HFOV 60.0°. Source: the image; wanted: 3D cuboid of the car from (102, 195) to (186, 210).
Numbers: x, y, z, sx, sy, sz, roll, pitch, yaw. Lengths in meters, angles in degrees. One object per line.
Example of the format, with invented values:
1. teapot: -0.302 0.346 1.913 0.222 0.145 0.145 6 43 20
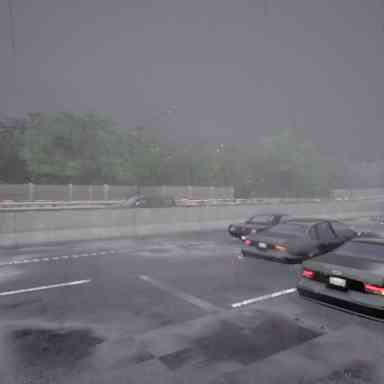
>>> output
1. car: -3.497 1.249 22.983 5.566 2.045 2.150 0 0 -35

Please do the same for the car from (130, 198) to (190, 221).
1. car: -2.622 1.386 27.889 4.553 1.767 2.097 0 0 -35

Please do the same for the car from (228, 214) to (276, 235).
1. car: 3.996 1.632 15.195 4.718 1.301 1.895 0 0 -35

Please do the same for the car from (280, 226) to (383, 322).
1. car: 4.497 1.567 7.077 5.357 1.411 2.033 0 0 -36

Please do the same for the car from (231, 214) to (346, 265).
1. car: 4.049 1.572 10.935 5.357 1.411 2.033 0 0 -35

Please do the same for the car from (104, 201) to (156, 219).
1. car: -5.568 1.597 30.092 4.181 1.385 1.994 0 0 -35
